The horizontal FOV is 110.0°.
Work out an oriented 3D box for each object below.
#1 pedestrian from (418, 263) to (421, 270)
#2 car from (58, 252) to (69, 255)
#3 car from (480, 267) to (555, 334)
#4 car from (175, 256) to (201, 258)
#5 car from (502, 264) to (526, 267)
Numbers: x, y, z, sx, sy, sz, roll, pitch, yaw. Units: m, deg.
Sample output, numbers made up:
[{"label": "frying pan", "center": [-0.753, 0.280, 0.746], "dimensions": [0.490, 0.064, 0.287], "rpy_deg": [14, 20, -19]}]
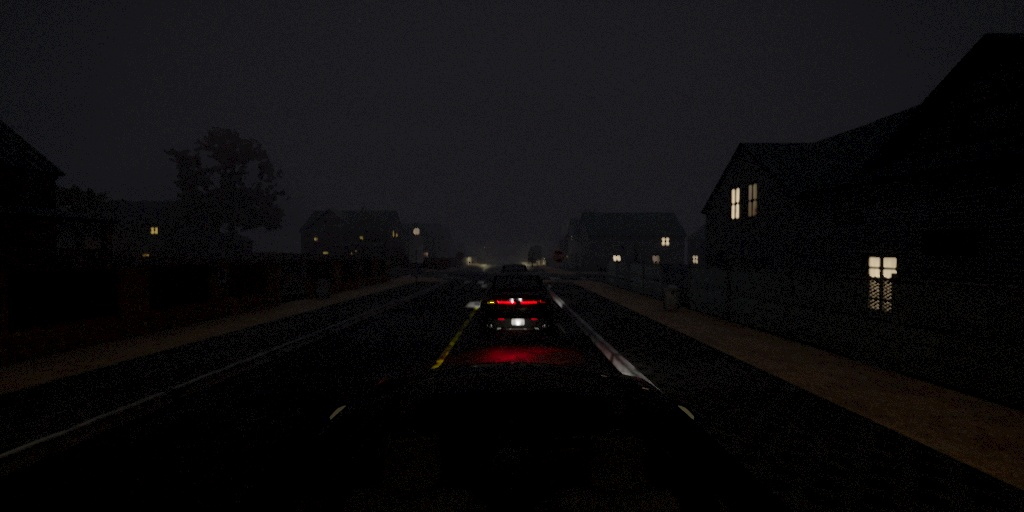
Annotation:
[{"label": "pedestrian", "center": [-9.578, 0.530, 37.059], "dimensions": [0.375, 1.860, 0.375], "rpy_deg": [0, 0, 1]}, {"label": "car", "center": [-45.057, 0.305, 34.773], "dimensions": [5.357, 1.411, 2.033], "rpy_deg": [1, 1, 2]}, {"label": "car", "center": [0.130, 1.231, 10.463], "dimensions": [1.837, 1.490, 4.892], "rpy_deg": [0, 0, 0]}, {"label": "car", "center": [-28.494, 0.700, 31.565], "dimensions": [5.357, 1.411, 2.033], "rpy_deg": [1, 1, 1]}, {"label": "car", "center": [0.111, 1.206, 20.605], "dimensions": [1.837, 1.490, 4.892], "rpy_deg": [0, 0, -1]}]
